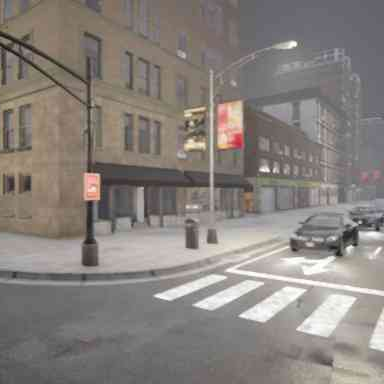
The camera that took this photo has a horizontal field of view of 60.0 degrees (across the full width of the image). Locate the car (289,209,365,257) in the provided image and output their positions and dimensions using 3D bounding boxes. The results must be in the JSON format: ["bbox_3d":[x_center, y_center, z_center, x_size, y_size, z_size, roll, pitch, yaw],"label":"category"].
[{"bbox_3d":[5.556,1.606,13.658,1.812,1.442,4.674,0,0,37],"label":"car"}]

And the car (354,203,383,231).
[{"bbox_3d":[11.320,1.678,21.844,1.994,1.385,4.181,0,0,35],"label":"car"}]
